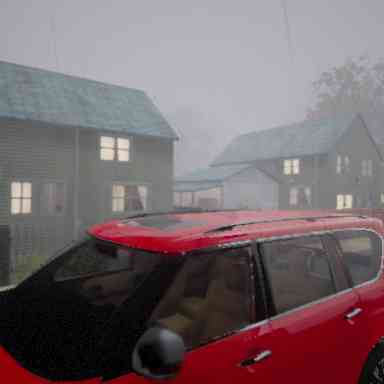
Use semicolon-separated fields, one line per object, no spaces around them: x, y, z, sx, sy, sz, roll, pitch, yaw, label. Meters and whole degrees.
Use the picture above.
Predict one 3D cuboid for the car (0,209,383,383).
-0.126;1.231;2.959;5.566;2.045;2.150;0;0;-35;car
